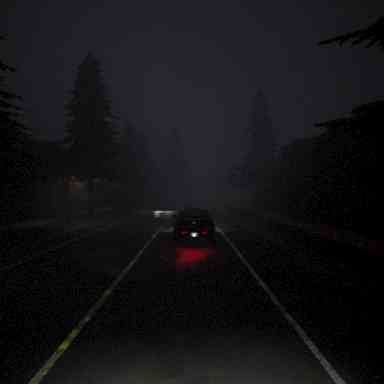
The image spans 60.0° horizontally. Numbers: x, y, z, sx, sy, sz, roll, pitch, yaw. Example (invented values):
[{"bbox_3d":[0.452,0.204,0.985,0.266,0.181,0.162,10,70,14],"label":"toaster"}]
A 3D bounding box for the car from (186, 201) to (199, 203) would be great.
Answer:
[{"bbox_3d":[0.087,1.644,38.583,1.895,1.301,4.718,0,0,0],"label":"car"}]

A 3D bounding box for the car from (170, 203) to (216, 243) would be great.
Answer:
[{"bbox_3d":[0.094,1.523,16.289,1.837,1.490,4.892,0,0,0],"label":"car"}]

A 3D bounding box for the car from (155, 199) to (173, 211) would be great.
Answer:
[{"bbox_3d":[-3.491,1.610,41.727,1.994,1.385,4.181,0,0,1],"label":"car"}]
